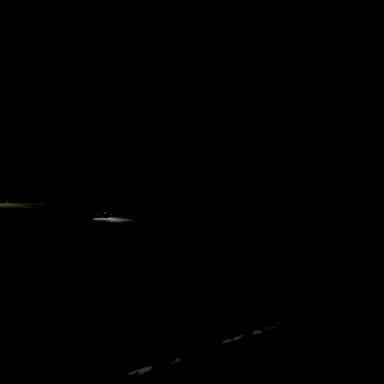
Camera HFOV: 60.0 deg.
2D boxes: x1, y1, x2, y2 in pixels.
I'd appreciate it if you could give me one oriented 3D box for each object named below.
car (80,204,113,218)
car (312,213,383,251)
[{"bbox_3d":[-9.642,1.856,33.510,1.994,1.385,4.181,1,-1,-40],"label":"car"},{"bbox_3d":[7.358,1.666,13.479,1.837,1.490,4.892,1,-1,-40],"label":"car"}]
